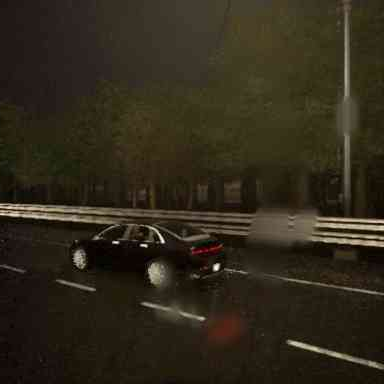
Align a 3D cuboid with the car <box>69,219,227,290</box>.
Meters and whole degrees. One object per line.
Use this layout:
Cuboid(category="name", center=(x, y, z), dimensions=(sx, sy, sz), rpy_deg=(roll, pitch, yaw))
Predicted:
Cuboid(category="car", center=(-1.404, 1.508, 9.172), dimensions=(4.892, 1.490, 1.837), rpy_deg=(0, 0, 36))
